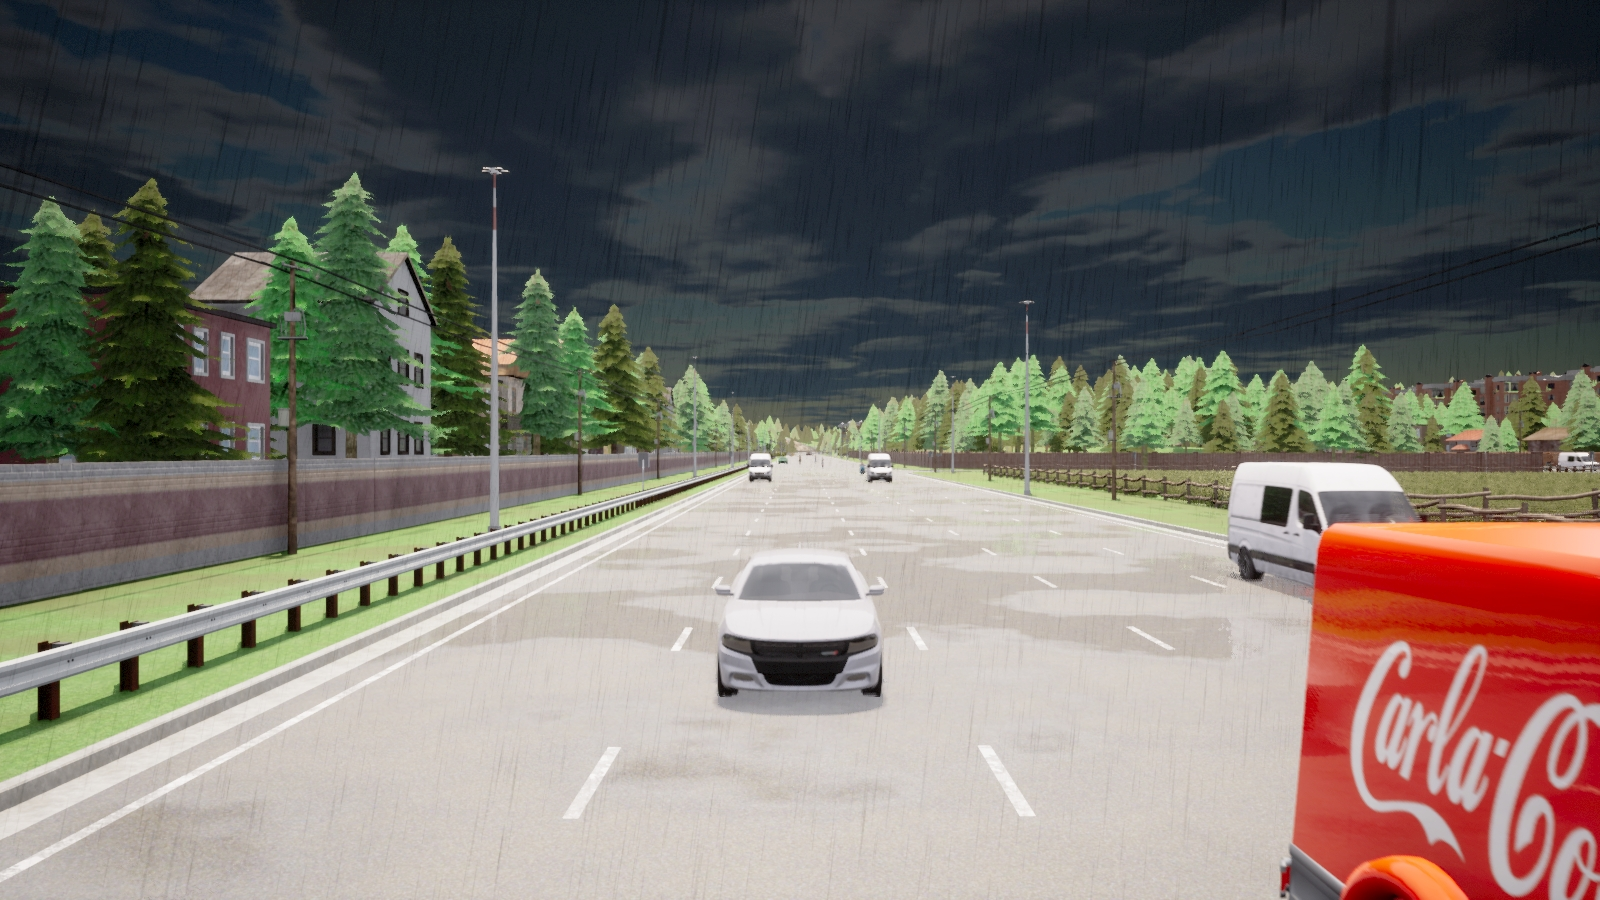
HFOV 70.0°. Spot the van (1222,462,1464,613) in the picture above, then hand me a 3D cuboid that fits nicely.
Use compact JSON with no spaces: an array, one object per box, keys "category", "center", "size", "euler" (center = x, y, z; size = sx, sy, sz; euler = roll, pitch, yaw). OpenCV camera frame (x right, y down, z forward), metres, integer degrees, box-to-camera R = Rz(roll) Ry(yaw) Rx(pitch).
[{"category":"van","center":[10.493,1.550,22.733],"size":[1.988,2.561,5.915],"euler":[0,0,0]}]

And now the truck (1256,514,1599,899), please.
[{"category":"truck","center":[3.657,1.571,3.430],"size":[2.627,2.467,5.204],"euler":[0,0,2]}]

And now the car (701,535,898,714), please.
[{"category":"car","center":[-0.003,2.045,14.671],"size":[2.097,1.535,5.006],"euler":[0,0,0]}]
